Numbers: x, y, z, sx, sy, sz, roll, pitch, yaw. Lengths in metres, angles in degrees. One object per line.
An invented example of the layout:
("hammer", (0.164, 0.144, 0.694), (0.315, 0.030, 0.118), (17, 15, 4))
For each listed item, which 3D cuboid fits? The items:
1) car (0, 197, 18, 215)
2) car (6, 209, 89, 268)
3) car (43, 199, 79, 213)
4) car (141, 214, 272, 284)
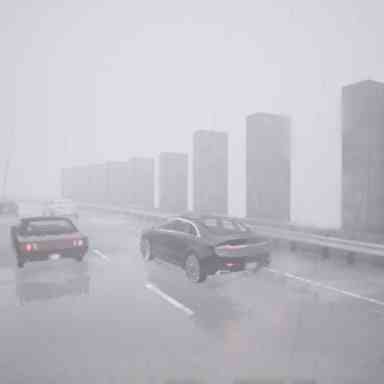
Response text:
("car", (-15.274, 1.165, 26.675), (1.882, 1.535, 5.008), (0, 1, -36))
("car", (-4.921, 1.472, 11.082), (1.895, 1.301, 4.718), (0, 1, -31))
("car", (-10.005, 1.236, 25.328), (1.812, 1.442, 4.674), (0, 1, -35))
("car", (0.104, 1.389, 9.445), (2.128, 1.511, 4.902), (0, 1, -30))
